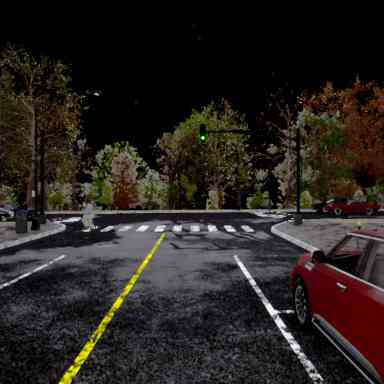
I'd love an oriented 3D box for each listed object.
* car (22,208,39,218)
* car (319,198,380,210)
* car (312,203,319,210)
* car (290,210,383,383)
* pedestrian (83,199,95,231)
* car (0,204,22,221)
[{"bbox_3d":[-16.107,1.729,29.190,4.718,1.301,1.895,-1,-1,1],"label":"car"},{"bbox_3d":[15.177,1.455,31.887,4.718,1.301,1.895,-1,-1,1],"label":"car"},{"bbox_3d":[15.243,1.401,35.141,4.892,1.490,1.837,-1,-1,1],"label":"car"},{"bbox_3d":[2.719,1.315,3.825,2.192,1.841,5.009,1,0,0],"label":"car"},{"bbox_3d":[-5.848,1.295,18.845,0.375,1.860,0.375,1,-1,0],"label":"pedestrian"},{"bbox_3d":[-16.434,1.579,25.936,4.902,1.511,2.128,-1,-1,2],"label":"car"}]
